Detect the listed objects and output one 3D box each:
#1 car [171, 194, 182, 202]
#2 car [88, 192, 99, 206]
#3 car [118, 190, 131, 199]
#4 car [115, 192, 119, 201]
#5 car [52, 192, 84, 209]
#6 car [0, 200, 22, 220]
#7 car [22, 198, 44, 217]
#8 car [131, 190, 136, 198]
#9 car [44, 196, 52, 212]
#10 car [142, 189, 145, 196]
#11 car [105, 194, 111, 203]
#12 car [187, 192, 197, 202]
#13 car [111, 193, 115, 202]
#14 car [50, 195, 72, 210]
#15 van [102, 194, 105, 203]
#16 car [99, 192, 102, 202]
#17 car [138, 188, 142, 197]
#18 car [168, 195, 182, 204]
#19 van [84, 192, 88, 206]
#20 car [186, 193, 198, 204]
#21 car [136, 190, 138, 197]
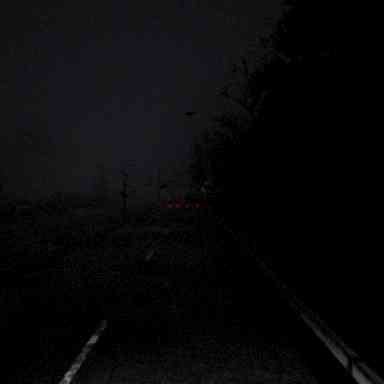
[{"bbox_3d":[-2.993,1.171,66.171,1.895,1.301,4.718,0,1,0],"label":"car"},{"bbox_3d":[-16.833,1.042,47.974,5.566,2.045,2.435,-1,1,-20],"label":"car"},{"bbox_3d":[-16.809,0.977,74.916,4.792,1.488,2.163,-1,1,-20],"label":"car"},{"bbox_3d":[-16.818,1.131,62.911,4.792,1.488,2.163,-1,1,-20],"label":"car"},{"bbox_3d":[-16.888,1.118,41.979,5.566,2.045,2.435,-1,1,-20],"label":"car"},{"bbox_3d":[-16.895,1.527,27.057,4.792,1.488,2.163,-1,0,-20],"label":"car"},{"bbox_3d":[-16.695,1.473,30.126,5.366,1.575,1.946,-1,0,-20],"label":"car"},{"bbox_3d":[-17.002,0.869,80.839,5.366,1.575,1.946,-1,1,-20],"label":"car"},{"bbox_3d":[-16.837,1.487,33.054,4.792,1.488,2.163,-1,0,-20],"label":"car"},{"bbox_3d":[-16.650,0.659,92.983,5.366,1.575,1.946,-1,1,-20],"label":"car"},{"bbox_3d":[-16.820,1.053,56.918,4.553,1.767,2.185,-1,1,-20],"label":"car"},{"bbox_3d":[0.007,0.920,66.108,2.097,1.767,4.553,0,1,0],"label":"car"},{"bbox_3d":[-16.841,1.181,59.893,4.674,1.452,2.002,-1,1,-20],"label":"car"},{"bbox_3d":[-16.857,1.441,39.011,4.674,1.452,2.002,-1,1,-20],"label":"car"},{"bbox_3d":[-16.961,0.993,53.882,4.442,1.987,1.878,-1,1,-20],"label":"van"},{"bbox_3d":[-16.846,1.256,50.946,4.892,1.521,2.231,-1,1,-20],"label":"car"},{"bbox_3d":[-16.804,0.527,86.926,5.566,2.045,2.435,-1,1,-20],"label":"car"},{"bbox_3d":[-2.994,1.221,56.134,1.812,1.442,4.674,0,1,0],"label":"car"},{"bbox_3d":[-16.751,1.104,45.022,4.442,1.987,1.878,-1,1,-20],"label":"van"},{"bbox_3d":[0.006,1.047,56.102,2.097,1.767,4.553,0,1,0],"label":"car"},{"bbox_3d":[-16.833,0.864,83.912,4.674,1.452,2.002,-1,1,-20],"label":"car"}]
